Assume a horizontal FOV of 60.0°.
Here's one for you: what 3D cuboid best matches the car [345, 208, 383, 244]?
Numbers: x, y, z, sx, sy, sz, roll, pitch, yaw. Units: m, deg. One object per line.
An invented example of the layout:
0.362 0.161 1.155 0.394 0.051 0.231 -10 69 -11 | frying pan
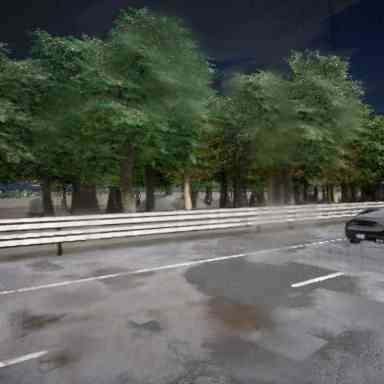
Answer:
8.475 1.443 14.201 4.892 1.490 1.837 0 0 -35 | car
